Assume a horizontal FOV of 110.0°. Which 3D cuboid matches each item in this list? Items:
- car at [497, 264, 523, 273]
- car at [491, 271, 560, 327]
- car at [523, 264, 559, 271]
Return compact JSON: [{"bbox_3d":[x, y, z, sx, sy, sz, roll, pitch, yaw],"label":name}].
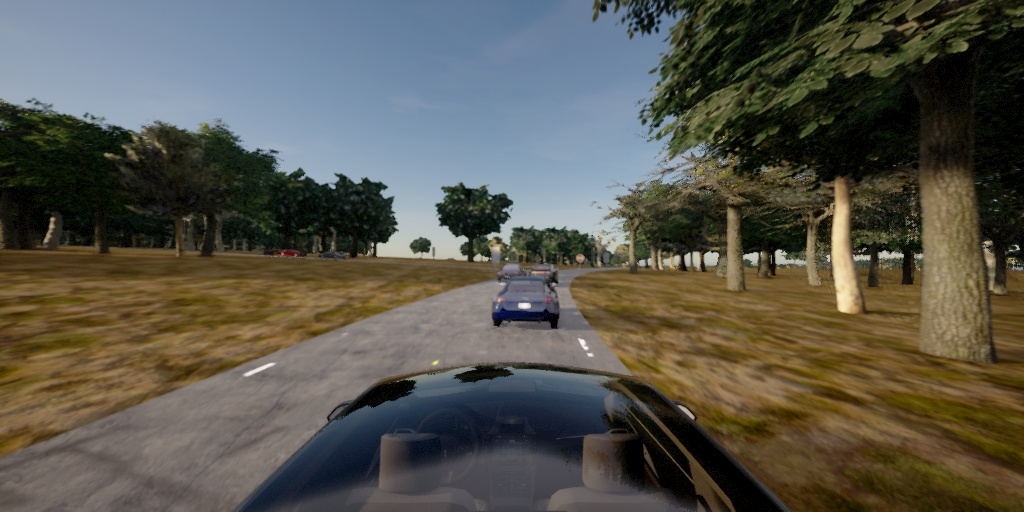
[{"bbox_3d":[0.021,1.385,30.804,1.812,1.442,4.674,0,0,12],"label":"car"},{"bbox_3d":[0.529,1.346,11.794,1.994,1.385,4.181,0,-1,5],"label":"car"},{"bbox_3d":[2.420,1.333,26.658,2.128,1.511,4.902,0,0,11],"label":"car"}]
